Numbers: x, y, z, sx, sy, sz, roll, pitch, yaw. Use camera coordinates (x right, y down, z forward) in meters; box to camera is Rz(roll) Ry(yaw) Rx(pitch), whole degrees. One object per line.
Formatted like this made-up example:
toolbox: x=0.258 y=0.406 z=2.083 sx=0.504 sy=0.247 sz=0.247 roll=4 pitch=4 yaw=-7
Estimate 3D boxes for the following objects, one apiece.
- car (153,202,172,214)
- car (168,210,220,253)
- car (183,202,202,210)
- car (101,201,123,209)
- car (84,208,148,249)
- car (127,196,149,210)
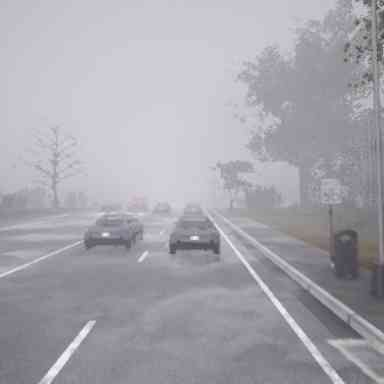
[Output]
car: x=-3.401 y=1.812 z=38.918 sx=1.994 sy=1.385 sz=4.181 roll=0 pitch=0 yaw=0
car: x=0.100 y=1.654 z=14.060 sx=1.994 sy=1.385 sz=4.181 roll=0 pitch=0 yaw=0
car: x=0.099 y=1.789 z=35.399 sx=1.994 sy=1.385 sz=4.181 roll=0 pitch=0 yaw=0
car: x=-10.502 y=1.893 z=43.615 sx=1.895 sy=1.301 sz=4.718 roll=0 pitch=0 yaw=0
car: x=-3.400 y=1.661 z=15.109 sx=1.994 sy=1.385 sz=4.181 roll=0 pitch=0 yaw=0
car: x=-7.002 y=1.560 z=43.622 sx=2.150 sy=2.045 sz=5.566 roll=0 pitch=0 yaw=0
